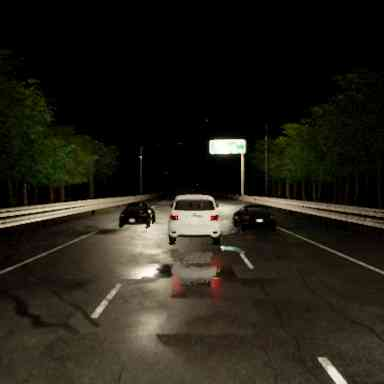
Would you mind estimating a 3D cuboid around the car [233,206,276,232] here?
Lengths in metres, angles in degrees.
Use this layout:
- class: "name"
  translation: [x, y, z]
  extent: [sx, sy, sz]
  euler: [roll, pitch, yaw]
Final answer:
- class: "car"
  translation: [3.596, 1.482, 19.669]
  extent: [1.994, 1.385, 4.181]
  euler: [0, 0, 0]

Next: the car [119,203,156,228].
- class: "car"
  translation: [-3.403, 1.435, 21.161]
  extent: [1.812, 1.442, 4.674]
  euler: [0, 0, 0]

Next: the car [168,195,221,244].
- class: "car"
  translation: [0.097, 1.163, 15.556]
  extent: [2.150, 2.045, 5.566]
  euler: [0, 0, 0]

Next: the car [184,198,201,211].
- class: "car"
  translation: [0.095, 1.408, 39.420]
  extent: [1.895, 1.301, 4.718]
  euler: [0, 0, 0]
